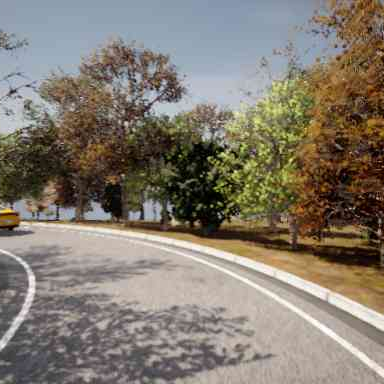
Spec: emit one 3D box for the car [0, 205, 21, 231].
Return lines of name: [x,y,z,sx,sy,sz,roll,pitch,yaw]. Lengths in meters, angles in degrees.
car: [-11.379,1.299,17.417,5.008,1.535,1.882,1,-1,20]
